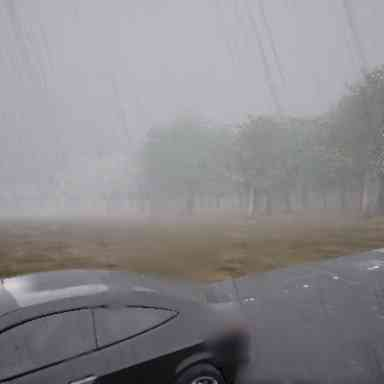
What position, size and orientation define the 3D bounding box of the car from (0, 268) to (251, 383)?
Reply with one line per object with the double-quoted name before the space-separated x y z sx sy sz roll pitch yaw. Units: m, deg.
"car" -1.508 1.526 2.916 4.674 1.442 1.812 0 0 -35
